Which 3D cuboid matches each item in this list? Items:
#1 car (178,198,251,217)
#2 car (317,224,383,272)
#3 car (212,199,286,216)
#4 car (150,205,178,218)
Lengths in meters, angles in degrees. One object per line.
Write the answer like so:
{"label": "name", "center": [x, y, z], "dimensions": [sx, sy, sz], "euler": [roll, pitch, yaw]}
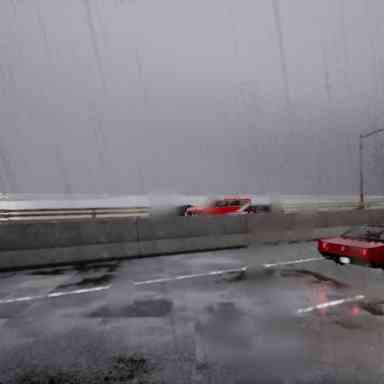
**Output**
{"label": "car", "center": [2.138, 1.450, 24.504], "dimensions": [5.566, 2.045, 2.150], "euler": [0, -1, -28]}
{"label": "car", "center": [6.350, 1.679, 10.631], "dimensions": [4.718, 1.301, 1.895], "euler": [0, -1, -29]}
{"label": "car", "center": [3.960, 1.545, 21.507], "dimensions": [4.553, 1.767, 2.097], "euler": [0, -1, -28]}
{"label": "car", "center": [-0.896, 1.742, 26.837], "dimensions": [5.008, 1.535, 1.882], "euler": [0, -1, -28]}
